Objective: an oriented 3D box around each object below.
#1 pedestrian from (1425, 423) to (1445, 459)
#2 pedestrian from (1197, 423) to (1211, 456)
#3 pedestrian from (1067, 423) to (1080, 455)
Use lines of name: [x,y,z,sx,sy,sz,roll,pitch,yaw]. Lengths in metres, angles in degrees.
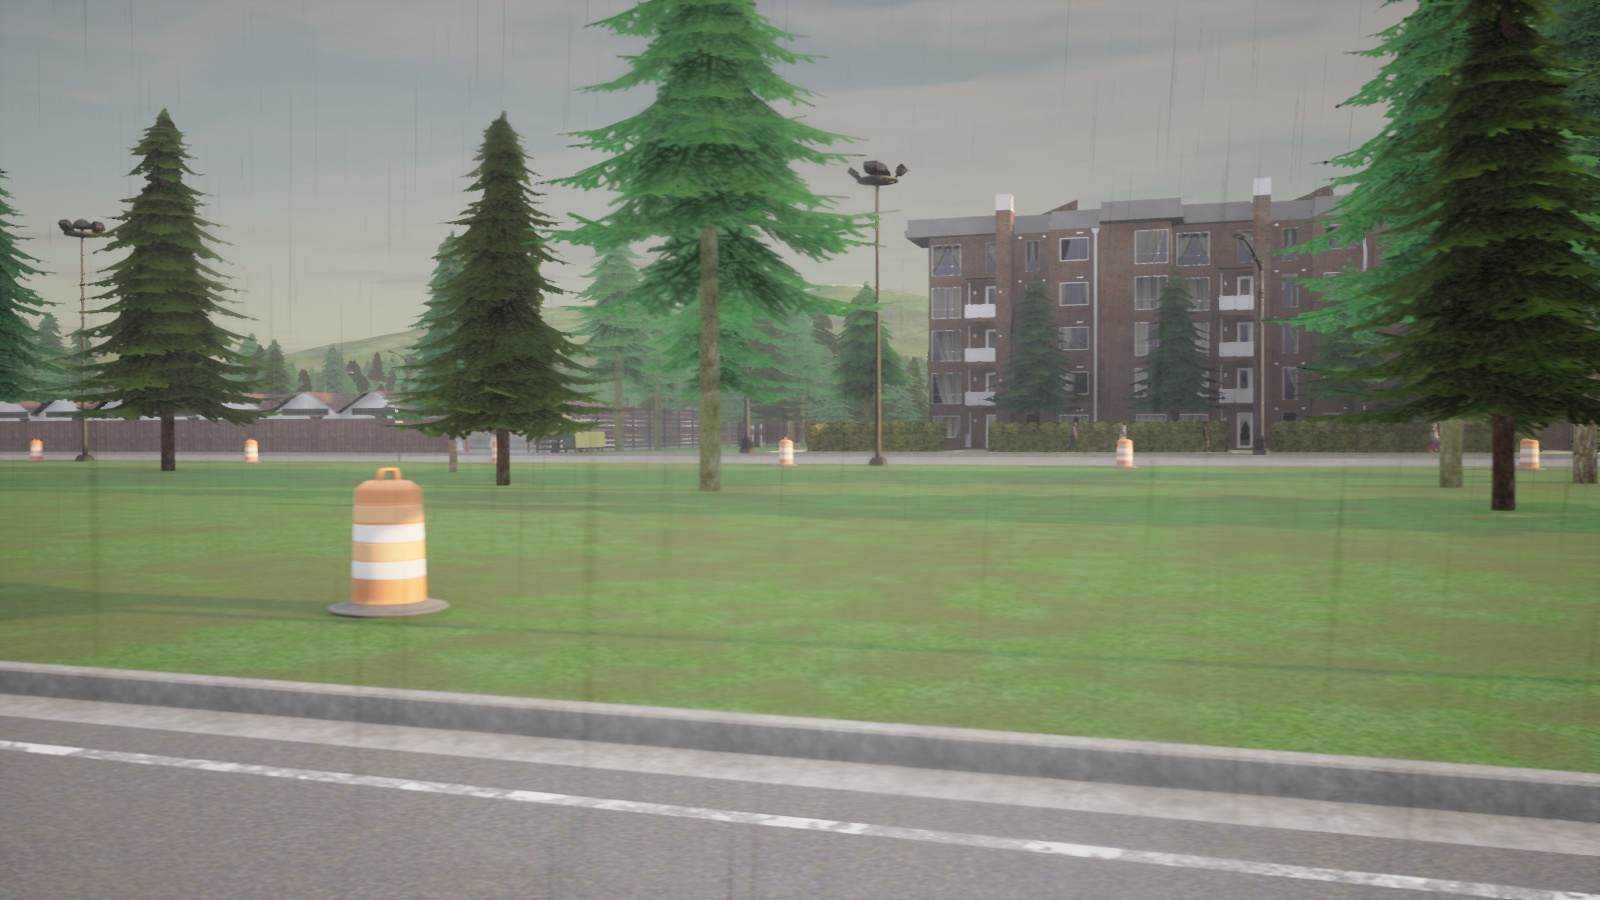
pedestrian: [34.633,-0.504,68.537,0.873,1.952,0.659,1,1,19]
pedestrian: [23.195,-0.604,72.107,0.703,1.840,0.431,1,1,18]
pedestrian: [16.156,-0.664,74.197,0.694,1.848,0.540,1,1,19]
